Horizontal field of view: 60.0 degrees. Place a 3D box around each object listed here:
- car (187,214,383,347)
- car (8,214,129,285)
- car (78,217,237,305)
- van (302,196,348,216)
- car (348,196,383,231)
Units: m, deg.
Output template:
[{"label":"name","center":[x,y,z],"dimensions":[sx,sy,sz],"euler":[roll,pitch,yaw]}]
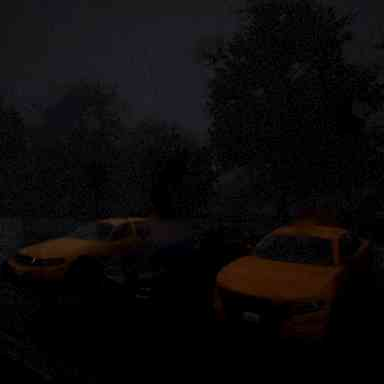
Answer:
[{"label":"car","center":[2.275,1.456,6.655],"dimensions":[2.097,1.535,5.008],"euler":[1,0,36]},{"label":"car","center":[-2.345,1.440,9.719],"dimensions":[1.946,1.575,5.366],"euler":[0,0,36]},{"label":"car","center":[0.019,1.447,8.265],"dimensions":[2.231,1.521,4.892],"euler":[0,0,36]},{"label":"van","center":[7.771,1.219,18.939],"dimensions":[1.878,1.987,4.442],"euler":[0,0,36]},{"label":"car","center":[10.072,1.204,17.185],"dimensions":[2.435,2.045,5.566],"euler":[0,0,36]}]
